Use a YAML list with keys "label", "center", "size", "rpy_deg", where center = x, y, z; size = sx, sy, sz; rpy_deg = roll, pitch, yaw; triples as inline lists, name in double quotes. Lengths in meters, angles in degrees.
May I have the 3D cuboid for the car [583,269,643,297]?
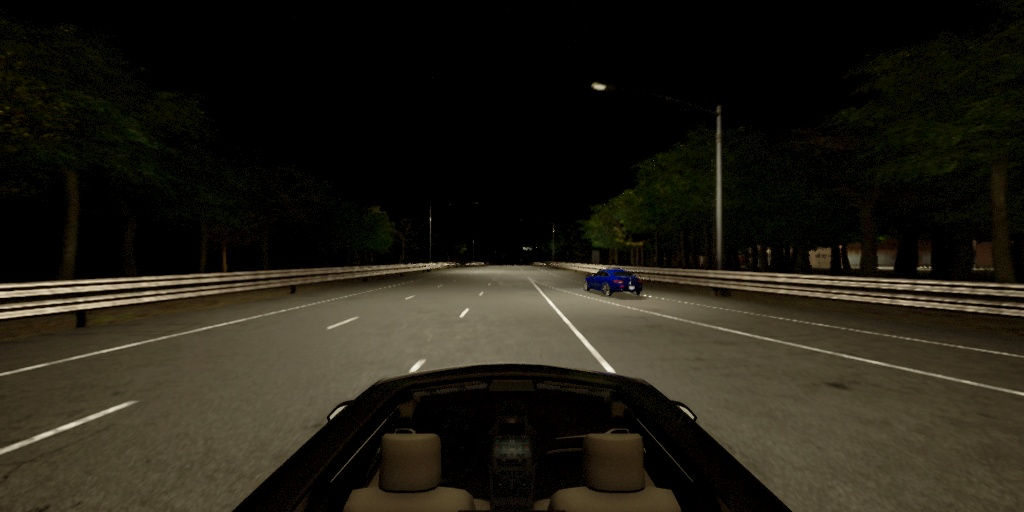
- label: "car"
  center: [5.606, 1.442, 20.264]
  size: [1.812, 1.442, 4.674]
  rpy_deg: [0, 0, -10]
